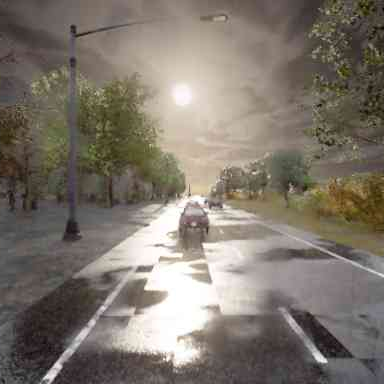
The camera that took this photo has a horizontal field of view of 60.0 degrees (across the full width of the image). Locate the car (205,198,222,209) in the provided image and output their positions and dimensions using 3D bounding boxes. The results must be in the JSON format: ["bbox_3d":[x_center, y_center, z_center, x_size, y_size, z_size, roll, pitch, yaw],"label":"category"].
[{"bbox_3d":[3.653,1.694,53.280,2.097,1.767,4.553,0,0,0],"label":"car"}]

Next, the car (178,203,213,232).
[{"bbox_3d":[0.116,1.661,21.119,1.812,1.442,4.674,0,0,0],"label":"car"}]

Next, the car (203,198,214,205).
[{"bbox_3d":[3.571,2.011,73.273,2.033,1.411,5.357,0,0,0],"label":"car"}]

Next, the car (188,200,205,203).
[{"bbox_3d":[0.138,1.808,40.774,2.033,1.411,5.357,0,0,0],"label":"car"}]
